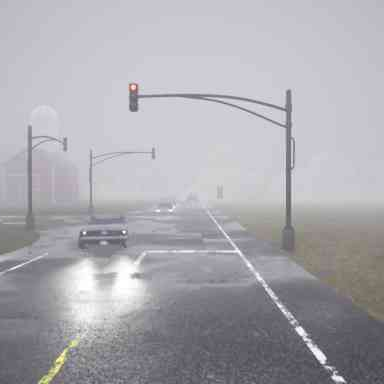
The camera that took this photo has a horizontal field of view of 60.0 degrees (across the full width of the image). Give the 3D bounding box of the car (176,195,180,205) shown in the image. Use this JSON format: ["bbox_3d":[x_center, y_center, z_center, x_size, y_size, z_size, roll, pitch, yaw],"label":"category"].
[{"bbox_3d":[-3.546,1.515,55.006,1.994,1.385,4.181,0,0,0],"label":"car"}]

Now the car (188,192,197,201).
[{"bbox_3d":[0.076,1.115,85.554,2.150,2.045,5.566,0,0,0],"label":"car"}]

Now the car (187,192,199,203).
[{"bbox_3d":[0.161,1.139,68.804,2.150,2.045,5.566,0,-1,0],"label":"car"}]

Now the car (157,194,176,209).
[{"bbox_3d":[-3.561,1.443,45.112,1.882,1.535,5.008,0,0,0],"label":"car"}]

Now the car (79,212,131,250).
[{"bbox_3d":[-3.697,1.597,14.595,1.895,1.301,4.718,0,0,-11],"label":"car"}]

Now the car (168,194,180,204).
[{"bbox_3d":[-3.486,1.286,65.031,2.097,1.767,4.553,0,0,1],"label":"car"}]
